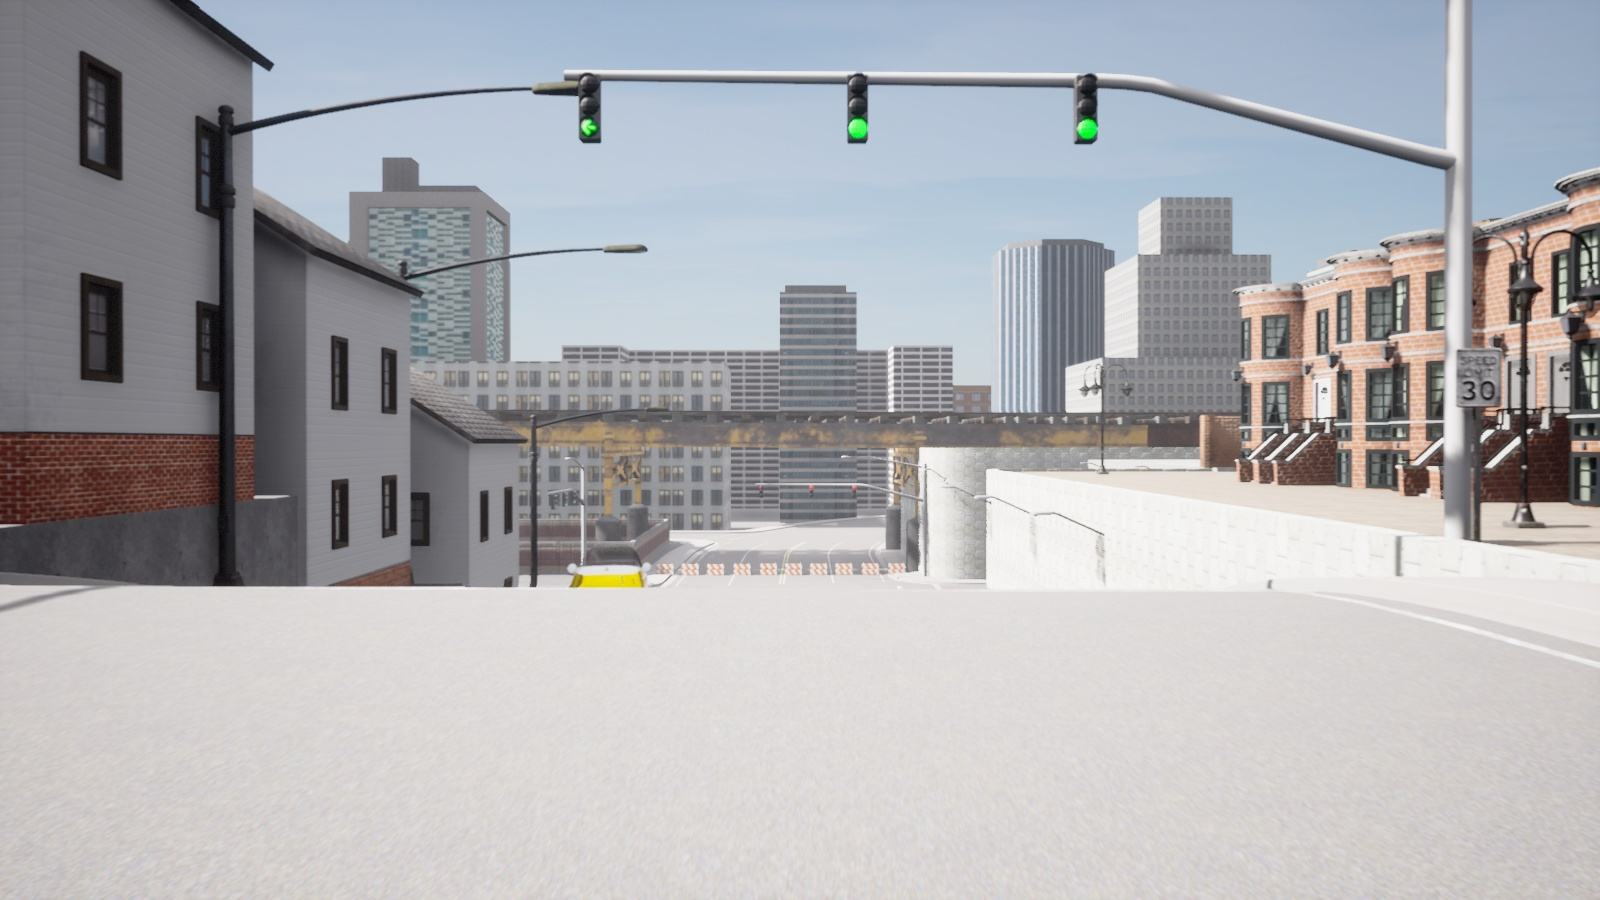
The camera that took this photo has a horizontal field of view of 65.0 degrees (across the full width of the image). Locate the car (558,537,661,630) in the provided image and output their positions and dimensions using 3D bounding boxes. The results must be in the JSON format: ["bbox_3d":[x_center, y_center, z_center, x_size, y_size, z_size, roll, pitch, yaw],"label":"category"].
[{"bbox_3d":[-3.365,2.435,22.524,1.481,1.376,2.207,-1,-13,0],"label":"car"}]
